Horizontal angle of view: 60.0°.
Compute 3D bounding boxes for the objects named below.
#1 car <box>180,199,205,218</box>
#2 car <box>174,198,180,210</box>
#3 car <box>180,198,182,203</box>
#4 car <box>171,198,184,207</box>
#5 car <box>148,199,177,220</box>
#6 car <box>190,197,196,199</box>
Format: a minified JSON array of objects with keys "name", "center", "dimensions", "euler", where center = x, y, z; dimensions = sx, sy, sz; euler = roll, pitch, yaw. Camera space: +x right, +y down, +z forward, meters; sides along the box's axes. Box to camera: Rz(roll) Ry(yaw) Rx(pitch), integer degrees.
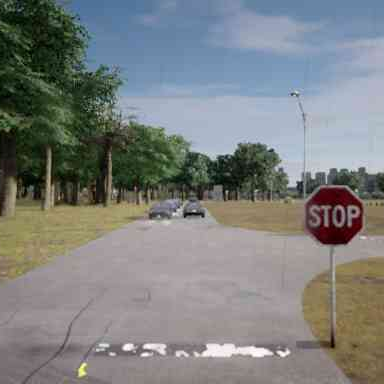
[{"name":"car","center":[0.196,1.663,31.883],"dimensions":[1.994,1.385,4.181],"euler":[0,0,0]},{"name":"car","center":[-2.718,1.679,39.849],"dimensions":[1.812,1.442,4.674],"euler":[0,0,0]},{"name":"car","center":[-2.687,1.757,49.890],"dimensions":[1.812,1.442,4.674],"euler":[0,0,1]},{"name":"car","center":[-2.585,1.809,60.223],"dimensions":[2.128,1.511,4.902],"euler":[0,-1,0]},{"name":"car","center":[-2.727,1.635,29.714],"dimensions":[2.033,1.411,5.357],"euler":[0,0,-1]},{"name":"car","center":[0.240,1.943,71.150],"dimensions":[1.837,1.490,4.892],"euler":[0,-1,0]}]
